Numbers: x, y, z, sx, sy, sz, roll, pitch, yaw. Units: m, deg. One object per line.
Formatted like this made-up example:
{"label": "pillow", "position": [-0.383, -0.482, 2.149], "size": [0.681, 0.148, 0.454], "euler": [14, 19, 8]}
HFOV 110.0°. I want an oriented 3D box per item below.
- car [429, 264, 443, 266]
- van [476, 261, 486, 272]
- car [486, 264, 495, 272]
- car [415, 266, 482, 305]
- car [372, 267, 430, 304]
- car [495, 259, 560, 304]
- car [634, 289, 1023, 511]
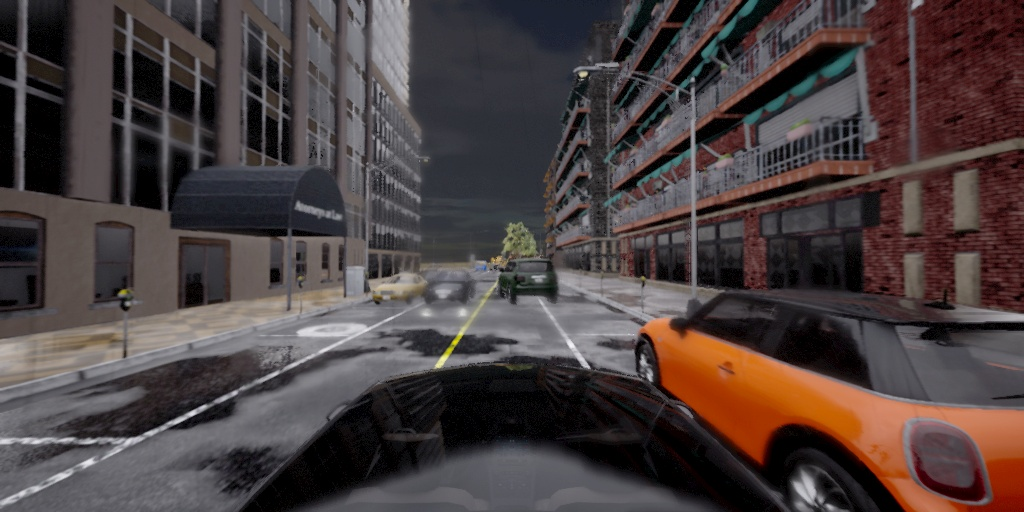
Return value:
{"label": "car", "position": [-5.287, 1.602, 28.623], "size": [1.751, 1.417, 4.829], "euler": [0, 0, 0]}
{"label": "van", "position": [-5.282, 1.816, 61.987], "size": [1.690, 1.789, 3.998], "euler": [0, 0, 0]}
{"label": "car", "position": [-2.689, 1.799, 59.056], "size": [1.994, 1.385, 4.181], "euler": [0, -1, 0]}
{"label": "car", "position": [-2.835, 1.428, 17.193], "size": [2.128, 1.511, 4.902], "euler": [0, -1, 0]}
{"label": "car", "position": [-5.299, 1.469, 17.558], "size": [1.751, 1.417, 4.829], "euler": [0, 0, 0]}
{"label": "car", "position": [0.695, 1.166, 17.748], "size": [2.150, 2.045, 5.566], "euler": [0, -1, -10]}
{"label": "car", "position": [2.988, 1.129, 3.883], "size": [2.097, 1.767, 4.553], "euler": [0, -1, 0]}
